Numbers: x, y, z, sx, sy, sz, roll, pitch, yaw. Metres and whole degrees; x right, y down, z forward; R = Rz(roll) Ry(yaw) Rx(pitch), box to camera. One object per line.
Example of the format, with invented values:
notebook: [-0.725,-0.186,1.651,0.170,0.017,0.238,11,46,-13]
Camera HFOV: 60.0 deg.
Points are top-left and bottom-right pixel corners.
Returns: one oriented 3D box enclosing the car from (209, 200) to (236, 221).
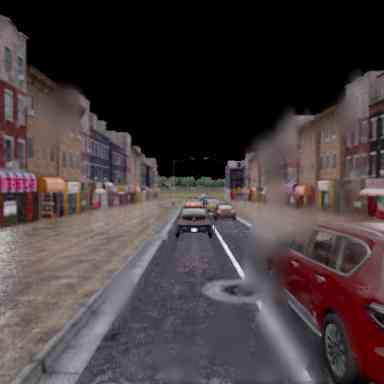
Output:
car: [2.623,1.600,27.415,1.802,1.307,4.206,-1,0,0]

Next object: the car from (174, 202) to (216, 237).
car: [0.101,1.516,17.960,1.837,1.490,4.892,0,0,0]

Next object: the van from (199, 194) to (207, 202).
van: [2.620,1.400,77.207,1.690,1.788,3.998,-1,0,0]

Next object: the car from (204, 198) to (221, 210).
car: [2.624,1.581,44.012,2.008,1.369,4.403,-1,0,0]

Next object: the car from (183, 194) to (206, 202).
car: [0.102,1.375,35.372,2.097,1.767,4.553,0,0,0]

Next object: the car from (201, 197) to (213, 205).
car: [2.625,1.610,60.609,1.947,1.339,4.313,-1,0,0]

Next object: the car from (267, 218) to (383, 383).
car: [2.617,1.319,5.285,2.192,1.841,5.009,-1,0,0]

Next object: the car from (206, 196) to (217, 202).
car: [2.623,1.551,38.649,1.752,1.417,4.829,-1,0,0]

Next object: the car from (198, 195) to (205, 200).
car: [2.626,1.642,93.804,1.947,1.339,4.313,-1,0,0]

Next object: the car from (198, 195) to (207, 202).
car: [2.623,1.505,82.739,1.967,1.590,4.097,-1,0,0]

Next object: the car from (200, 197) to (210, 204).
car: [2.625,1.631,66.142,1.802,1.307,4.206,-1,0,0]
